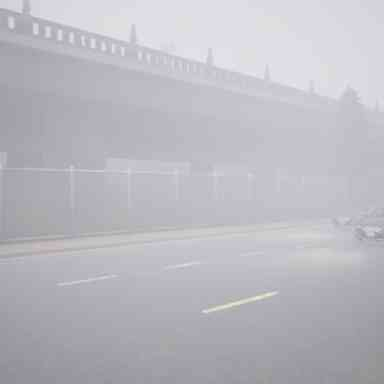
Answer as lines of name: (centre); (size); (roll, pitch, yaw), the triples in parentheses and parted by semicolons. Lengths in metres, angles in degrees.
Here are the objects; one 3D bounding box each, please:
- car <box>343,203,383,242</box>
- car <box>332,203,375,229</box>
car: (9.203, 1.435, 14.859); (4.902, 1.511, 2.128); (0, 0, -36)
car: (10.376, 1.421, 19.994); (4.902, 1.511, 2.128); (0, 0, -36)
